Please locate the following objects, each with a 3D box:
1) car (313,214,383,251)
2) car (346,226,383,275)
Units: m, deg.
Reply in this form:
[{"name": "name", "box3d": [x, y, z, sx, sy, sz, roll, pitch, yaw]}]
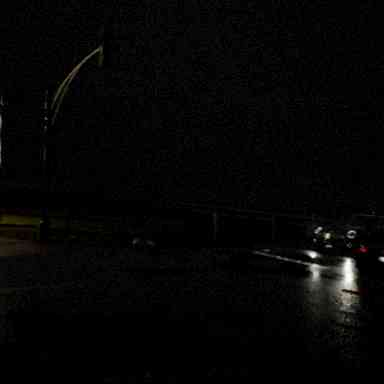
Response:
[{"name": "car", "box3d": [7.713, 1.820, 15.498, 4.553, 1.767, 2.097, 3, -1, -35]}, {"name": "car", "box3d": [7.010, 1.934, 10.458, 4.181, 1.385, 1.994, 3, -1, -36]}]
